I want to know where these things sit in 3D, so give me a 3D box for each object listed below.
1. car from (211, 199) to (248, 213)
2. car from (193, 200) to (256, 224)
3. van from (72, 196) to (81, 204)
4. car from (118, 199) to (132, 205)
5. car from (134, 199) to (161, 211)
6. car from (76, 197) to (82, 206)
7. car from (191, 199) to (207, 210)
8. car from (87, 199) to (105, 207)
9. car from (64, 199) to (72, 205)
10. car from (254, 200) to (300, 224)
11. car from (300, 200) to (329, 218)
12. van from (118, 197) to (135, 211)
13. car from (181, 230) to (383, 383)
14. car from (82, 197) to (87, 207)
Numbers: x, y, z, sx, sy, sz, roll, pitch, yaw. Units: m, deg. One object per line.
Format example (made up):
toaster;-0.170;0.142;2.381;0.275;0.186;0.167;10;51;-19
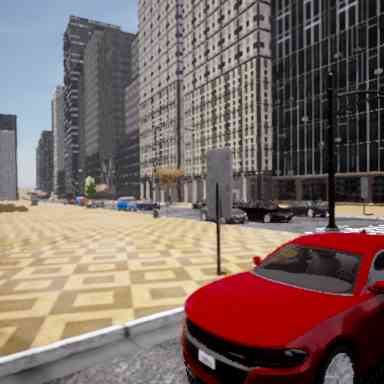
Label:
car;4.196;1.548;37.986;1.947;1.339;4.313;-2;0;-29
car;2.208;1.490;24.098;2.008;1.369;4.403;-2;0;-29
van;-24.661;2.083;73.515;1.690;1.788;3.998;-2;0;-29
car;-14.607;2.129;72.578;1.802;1.307;4.206;-2;0;-29
car;-5.719;1.800;44.159;1.895;1.301;4.718;-1;0;-28
car;-21.969;2.203;68.574;1.887;1.381;4.507;-2;0;-29
car;1.510;1.626;42.927;1.947;1.339;4.313;-2;0;-29
car;-16.597;2.043;58.690;2.008;1.369;4.403;-2;0;-29
car;-30.027;2.456;83.398;1.887;1.381;4.507;-2;0;-29
car;5.110;1.365;24.203;1.882;1.535;5.008;-1;0;-27
car;9.568;1.379;28.102;2.008;1.369;4.403;-2;0;-29
van;-8.545;1.591;43.866;1.690;1.788;3.998;-2;0;-29
car;2.138;1.395;4.910;5.008;1.535;1.882;-1;1;-37
car;-19.203;2.097;63.483;1.752;1.417;4.829;-2;0;-29
